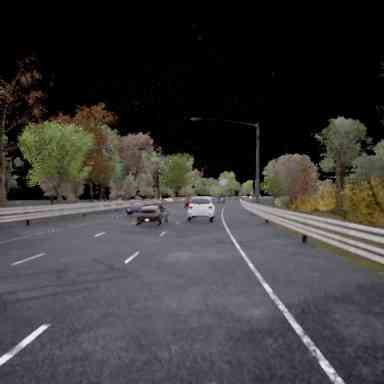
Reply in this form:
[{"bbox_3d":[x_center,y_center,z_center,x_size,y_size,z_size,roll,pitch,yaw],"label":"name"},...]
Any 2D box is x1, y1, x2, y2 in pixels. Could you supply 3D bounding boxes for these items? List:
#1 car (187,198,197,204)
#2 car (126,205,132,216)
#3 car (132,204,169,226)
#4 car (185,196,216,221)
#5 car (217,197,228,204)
[{"bbox_3d":[0.076,2.224,82.280,1.837,1.490,4.892,0,-1,9],"label":"car"},{"bbox_3d":[-5.584,1.894,35.884,1.895,1.301,4.718,0,-1,5],"label":"car"},{"bbox_3d":[-2.924,1.714,25.584,1.837,1.490,4.892,0,-1,5],"label":"car"},{"bbox_3d":[0.909,1.472,29.719,2.150,2.045,5.566,0,-1,5],"label":"car"},{"bbox_3d":[7.503,2.279,84.509,1.812,1.442,4.674,0,-1,9],"label":"car"}]
